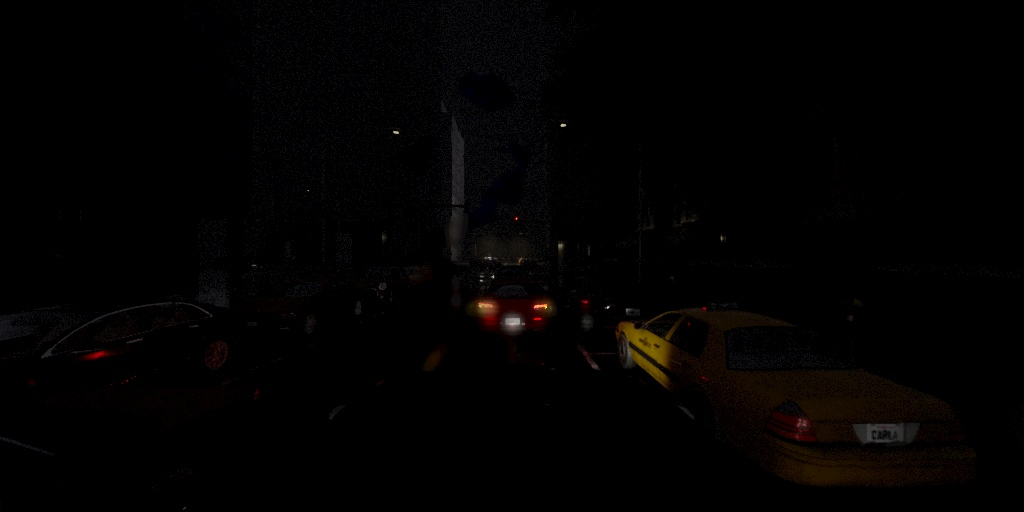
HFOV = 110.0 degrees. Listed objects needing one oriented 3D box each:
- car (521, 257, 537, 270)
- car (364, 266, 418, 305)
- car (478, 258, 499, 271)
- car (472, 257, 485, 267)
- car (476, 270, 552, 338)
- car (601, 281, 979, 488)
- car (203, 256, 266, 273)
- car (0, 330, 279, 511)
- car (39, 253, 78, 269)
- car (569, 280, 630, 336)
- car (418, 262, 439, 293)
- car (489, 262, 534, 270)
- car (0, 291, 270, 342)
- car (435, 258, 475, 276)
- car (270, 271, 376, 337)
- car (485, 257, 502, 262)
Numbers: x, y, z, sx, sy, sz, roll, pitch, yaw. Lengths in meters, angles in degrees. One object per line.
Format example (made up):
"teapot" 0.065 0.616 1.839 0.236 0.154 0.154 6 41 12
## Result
"car" 2.716 1.202 53.127 1.967 1.591 4.097 0 0 0
"car" -5.774 1.190 15.692 1.967 1.591 4.097 0 0 0
"car" -3.140 1.285 47.966 1.812 1.442 4.674 0 0 0
"car" -5.814 1.079 58.556 2.192 1.841 5.009 0 0 0
"car" 0.063 1.276 10.079 1.812 1.442 4.674 0 0 0
"car" 2.761 1.275 4.958 1.751 1.417 4.829 0 0 0
"car" -25.127 0.795 32.577 4.892 1.490 1.837 1 0 0
"car" -3.097 1.351 0.921 1.895 1.301 4.718 0 0 0
"car" -42.303 0.467 32.547 4.892 1.490 1.837 1 0 0
"car" 2.756 1.316 10.245 1.948 1.339 4.313 0 0 0
"car" -5.779 1.277 20.979 1.751 1.417 4.829 0 0 0
"car" 0.003 1.256 18.946 1.837 1.490 4.892 0 0 0
"car" -5.764 1.300 4.778 2.007 1.370 4.403 0 0 0
"car" -6.289 1.184 34.437 4.674 1.442 1.812 1 0 -22
"car" -5.769 1.295 10.235 1.888 1.381 4.507 0 0 0
"car" -3.136 1.328 57.934 1.994 1.385 4.181 0 0 0
